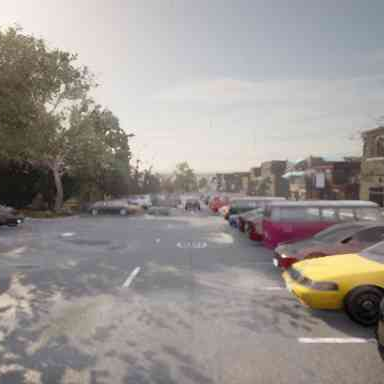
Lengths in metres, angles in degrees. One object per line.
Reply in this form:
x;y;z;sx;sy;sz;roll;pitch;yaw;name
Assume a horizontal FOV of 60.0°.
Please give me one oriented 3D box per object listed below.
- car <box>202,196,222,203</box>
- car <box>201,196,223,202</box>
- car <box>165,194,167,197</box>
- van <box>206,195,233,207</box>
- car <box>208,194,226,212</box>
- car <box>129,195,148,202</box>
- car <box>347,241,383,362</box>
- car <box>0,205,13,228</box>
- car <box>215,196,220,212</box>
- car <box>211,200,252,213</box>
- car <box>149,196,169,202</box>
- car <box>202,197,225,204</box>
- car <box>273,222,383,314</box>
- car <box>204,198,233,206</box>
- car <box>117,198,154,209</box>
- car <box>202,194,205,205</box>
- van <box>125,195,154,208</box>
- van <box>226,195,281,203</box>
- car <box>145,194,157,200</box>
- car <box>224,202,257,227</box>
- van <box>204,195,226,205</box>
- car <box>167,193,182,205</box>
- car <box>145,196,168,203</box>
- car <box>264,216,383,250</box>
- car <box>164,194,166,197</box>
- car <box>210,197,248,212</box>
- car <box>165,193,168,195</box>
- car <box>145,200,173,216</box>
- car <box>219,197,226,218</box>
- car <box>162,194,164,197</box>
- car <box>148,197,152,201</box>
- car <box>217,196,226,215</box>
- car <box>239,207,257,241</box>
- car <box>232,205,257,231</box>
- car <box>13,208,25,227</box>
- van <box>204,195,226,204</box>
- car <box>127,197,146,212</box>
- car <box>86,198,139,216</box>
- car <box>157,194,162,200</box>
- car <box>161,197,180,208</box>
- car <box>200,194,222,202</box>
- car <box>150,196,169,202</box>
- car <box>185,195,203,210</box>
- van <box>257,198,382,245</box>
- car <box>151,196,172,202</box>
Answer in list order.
4.735;1.813;79.374;4.674;1.452;2.002;0;0;0;car
4.923;1.763;82.177;5.366;1.575;1.946;0;0;0;car
-8.336;1.794;70.230;5.008;1.535;2.097;0;0;0;car
4.623;1.550;56.938;4.442;1.987;1.878;0;0;0;van
4.770;1.406;34.514;5.566;2.045;2.435;0;0;0;car
-8.370;1.574;42.467;4.553;1.767;2.185;0;0;0;car
4.750;1.494;3.680;5.008;1.535;2.097;0;0;0;car
-8.307;1.270;8.918;5.566;2.045;2.435;0;0;0;car
4.773;1.517;31.710;4.553;1.767;2.185;0;0;0;car
4.744;1.727;40.119;4.674;1.452;2.002;0;0;0;car
-8.348;1.762;84.110;4.892;1.521;2.231;0;0;0;car
4.744;1.787;73.768;5.008;1.535;2.097;0;0;0;car
4.559;1.505;6.480;5.366;1.575;1.946;0;0;0;car
4.733;1.786;59.745;4.892;1.521;2.231;0;0;0;car
-8.525;1.741;50.795;5.366;1.575;1.946;0;0;0;car
4.768;1.510;54.137;5.566;2.045;2.435;0;0;0;car
-8.456;1.533;53.571;4.442;1.987;1.878;0;0;0;van
4.859;1.372;23.301;4.442;1.987;1.878;0;0;0;van
-8.368;1.478;48.021;5.566;2.045;2.435;0;0;0;car
4.748;1.583;20.496;5.008;1.535;2.097;0;0;0;car
4.622;1.569;68.158;4.442;1.987;1.878;0;0;0;van
-3.257;1.529;67.557;2.150;2.045;5.566;0;0;0;car
-8.347;1.775;78.558;5.008;1.535;2.097;0;0;0;car
4.715;1.553;9.283;4.792;1.488;2.163;0;0;0;car
-8.525;1.793;67.453;5.366;1.575;1.946;0;0;0;car
4.710;1.576;42.923;4.553;1.767;2.185;0;0;0;car
-8.313;1.531;75.782;5.566;2.045;2.435;0;0;0;car
-3.352;1.778;34.540;1.895;1.301;4.718;0;0;0;car
4.711;1.487;26.103;4.553;1.767;2.185;0;0;0;car
-8.312;1.532;59.124;5.566;2.045;2.435;0;0;0;car
-8.310;1.744;45.244;4.792;1.488;2.163;0;0;0;car
4.774;1.502;28.906;4.553;1.767;2.185;0;0;0;car
4.773;1.582;14.890;4.792;1.488;2.163;0;0;0;car
4.772;1.597;17.693;4.792;1.488;2.163;0;0;0;car
-13.447;1.563;21.591;4.892;1.490;1.837;1;0;7;car
4.855;1.567;70.960;4.442;1.987;1.878;0;0;0;van
-8.153;1.667;36.916;5.366;1.575;1.946;0;0;0;car
-8.344;1.656;34.140;4.892;1.521;2.231;0;0;0;car
-8.368;1.522;56.347;5.566;2.045;2.435;0;0;0;car
-3.323;1.835;52.046;1.994;1.385;4.181;0;0;0;car
4.766;1.508;84.980;5.566;2.045;2.435;0;0;0;car
-8.371;1.784;86.885;4.792;1.488;2.163;0;0;0;car
0.096;1.600;47.786;2.097;1.767;4.553;0;0;0;car
4.860;1.312;12.088;4.442;1.987;1.878;0;0;0;van
-8.157;1.744;89.660;5.366;1.575;1.946;0;0;0;car
